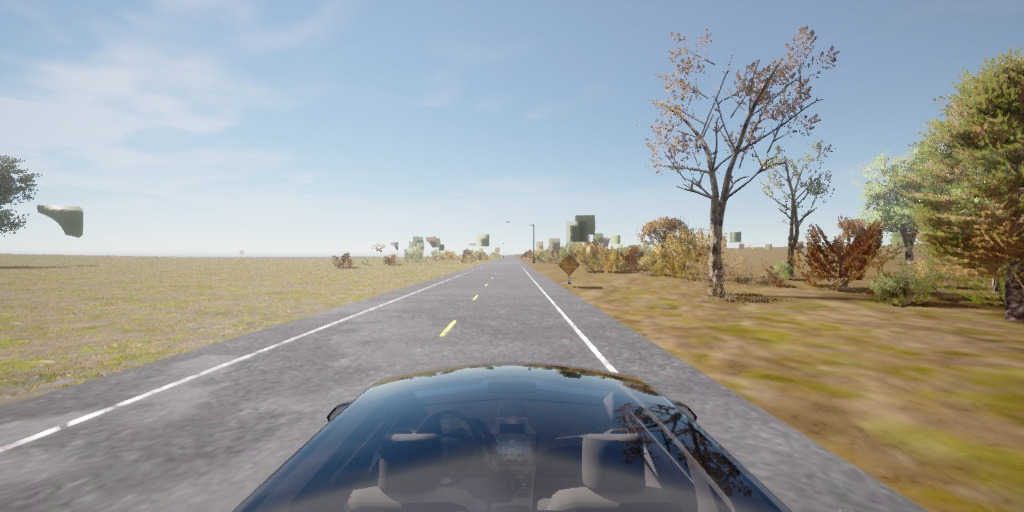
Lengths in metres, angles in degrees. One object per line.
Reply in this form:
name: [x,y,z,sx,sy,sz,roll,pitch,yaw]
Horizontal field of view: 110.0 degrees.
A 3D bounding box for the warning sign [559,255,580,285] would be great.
warning sign: [3.550,0.855,22.276,1.300,1.860,1.060,0,0,0]
